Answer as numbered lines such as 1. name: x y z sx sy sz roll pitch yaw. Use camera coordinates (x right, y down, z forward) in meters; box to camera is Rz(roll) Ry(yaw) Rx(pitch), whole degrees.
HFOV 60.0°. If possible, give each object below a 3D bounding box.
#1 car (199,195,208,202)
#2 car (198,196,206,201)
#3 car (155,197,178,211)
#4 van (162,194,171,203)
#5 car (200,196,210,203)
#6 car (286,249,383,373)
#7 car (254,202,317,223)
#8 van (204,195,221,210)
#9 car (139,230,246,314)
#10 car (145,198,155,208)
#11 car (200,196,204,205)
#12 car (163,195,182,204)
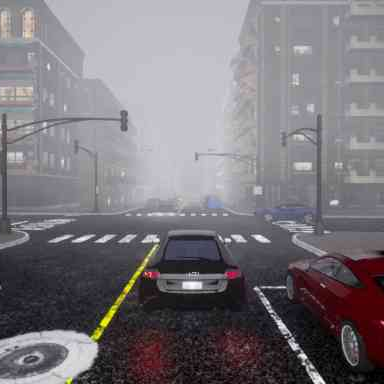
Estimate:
1. car: 2.742 1.598 81.878 1.967 1.590 4.097 -1 0 0
2. car: 2.768 1.769 92.923 1.947 1.339 4.313 -1 0 0
3. car: -3.093 1.638 40.920 1.895 1.301 4.718 0 0 0
4. van: -5.833 1.479 76.418 1.690 1.788 3.998 -1 0 0
5. car: 2.694 1.663 70.835 1.887 1.381 4.507 -1 0 0
6. car: 2.793 1.582 5.353 1.802 1.307 4.206 0 0 0
7. car: 7.442 1.558 26.280 5.008 1.535 1.882 1 0 0
8. van: 2.818 1.382 43.255 1.690 1.788 3.998 -1 0 0
9. car: 0.003 1.564 7.691 1.994 1.385 4.181 0 0 0
10. car: -5.834 1.635 48.803 1.802 1.307 4.206 -1 0 0
11. car: 2.729 1.367 48.752 2.192 1.841 5.009 -1 0 0
12. car: -3.086 1.608 52.178 2.033 1.411 5.357 0 0 0
